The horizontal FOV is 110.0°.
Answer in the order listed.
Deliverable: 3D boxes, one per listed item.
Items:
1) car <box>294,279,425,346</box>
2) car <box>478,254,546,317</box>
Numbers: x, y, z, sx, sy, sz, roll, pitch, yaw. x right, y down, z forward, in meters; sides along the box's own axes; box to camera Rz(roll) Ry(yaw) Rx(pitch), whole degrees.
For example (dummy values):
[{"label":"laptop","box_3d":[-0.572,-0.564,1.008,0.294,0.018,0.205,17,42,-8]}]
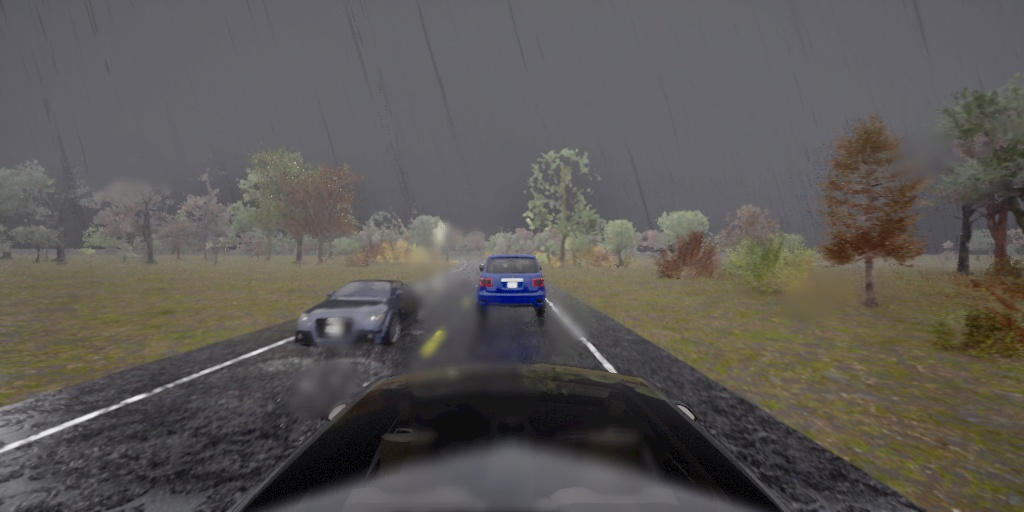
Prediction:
[{"label":"car","box_3d":[-3.593,1.299,9.210,1.994,1.385,4.181,0,0,-1]},{"label":"car","box_3d":[-0.039,0.942,13.208,2.150,2.045,5.566,0,0,-1]}]
